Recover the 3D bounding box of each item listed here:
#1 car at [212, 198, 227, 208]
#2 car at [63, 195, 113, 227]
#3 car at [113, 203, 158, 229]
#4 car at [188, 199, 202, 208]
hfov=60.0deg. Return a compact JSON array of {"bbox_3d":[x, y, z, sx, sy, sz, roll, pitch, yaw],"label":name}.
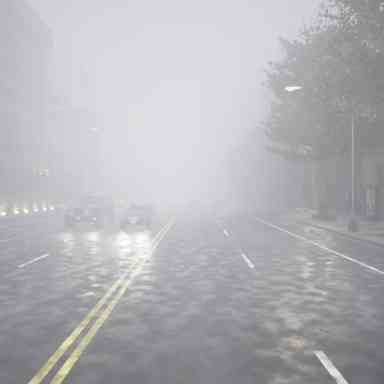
[{"bbox_3d":[3.901,1.564,47.297,1.994,1.385,4.181,0,0,0],"label":"car"},{"bbox_3d":[-6.862,1.223,22.934,2.150,2.045,5.566,0,0,1],"label":"car"},{"bbox_3d":[-3.382,1.493,21.806,2.128,1.511,4.902,0,0,1],"label":"car"},{"bbox_3d":[0.409,1.601,48.229,1.895,1.301,4.718,0,0,0],"label":"car"}]
